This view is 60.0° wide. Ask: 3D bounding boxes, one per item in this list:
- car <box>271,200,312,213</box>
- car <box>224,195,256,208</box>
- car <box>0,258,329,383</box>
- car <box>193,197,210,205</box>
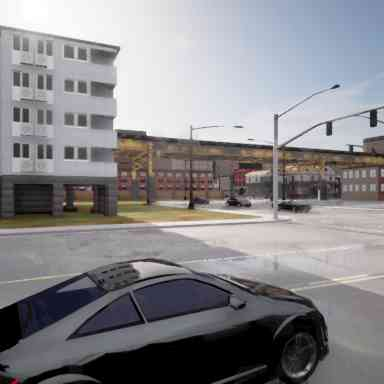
[{"bbox_3d":[11.122,1.601,37.321,1.895,1.301,4.718,0,0,-26],"label":"car"},{"bbox_3d":[6.562,1.506,46.946,1.837,1.490,4.892,0,0,-25],"label":"car"},{"bbox_3d":[-0.301,1.564,4.109,4.181,1.385,1.994,0,0,-30],"label":"car"},{"bbox_3d":[1.614,1.547,58.321,2.033,1.411,5.357,0,0,-14],"label":"car"}]
